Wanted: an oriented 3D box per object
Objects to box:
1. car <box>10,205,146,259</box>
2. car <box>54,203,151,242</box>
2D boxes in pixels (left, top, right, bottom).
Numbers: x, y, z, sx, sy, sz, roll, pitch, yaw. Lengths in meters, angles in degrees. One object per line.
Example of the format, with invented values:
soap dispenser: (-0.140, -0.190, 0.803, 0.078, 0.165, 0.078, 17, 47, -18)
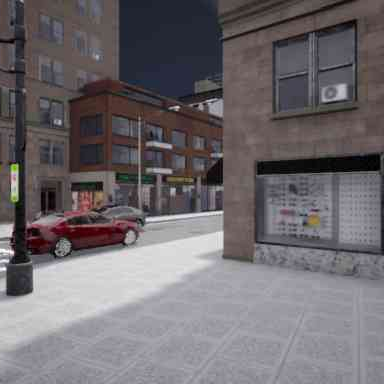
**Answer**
car: (-4.205, 1.466, 12.763, 1.882, 1.535, 5.008, 0, 0, 36)
car: (-4.529, 1.488, 17.646, 1.837, 1.490, 4.892, 0, 1, 35)
